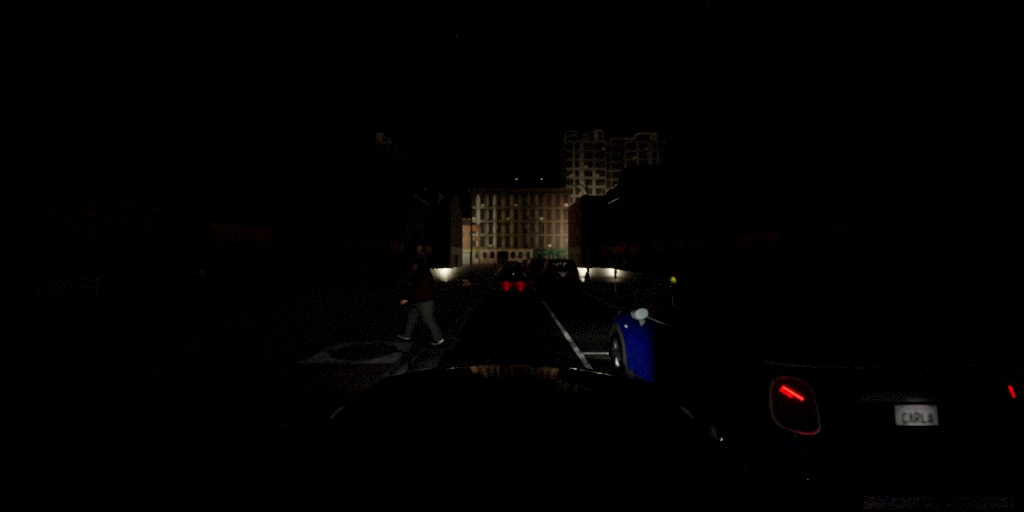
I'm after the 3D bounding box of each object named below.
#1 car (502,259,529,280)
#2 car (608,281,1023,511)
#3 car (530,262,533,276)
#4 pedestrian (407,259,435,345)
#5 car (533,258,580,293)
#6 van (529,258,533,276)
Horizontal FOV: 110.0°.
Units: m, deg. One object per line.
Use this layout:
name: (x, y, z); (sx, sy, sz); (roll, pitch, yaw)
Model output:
car: (0.120, 1.262, 31.576); (2.128, 1.511, 4.902); (0, 0, 0)
car: (2.751, 1.103, 4.564); (2.097, 1.767, 4.553); (0, 0, 0)
car: (2.655, 1.317, 26.362); (2.007, 1.370, 4.403); (0, 0, 0)
pedestrian: (-1.861, 0.888, 7.373); (0.375, 1.860, 0.375); (0, 0, 0)
car: (2.651, 1.077, 20.887); (2.192, 1.841, 5.009); (0, 0, 0)
van: (2.660, 1.111, 31.837); (1.690, 1.789, 3.998); (0, 0, 0)
